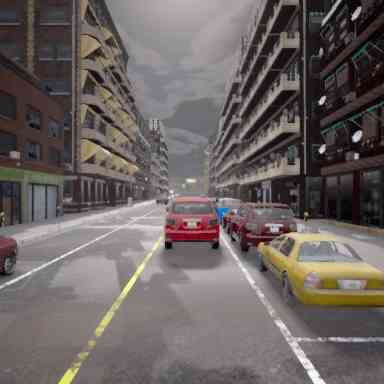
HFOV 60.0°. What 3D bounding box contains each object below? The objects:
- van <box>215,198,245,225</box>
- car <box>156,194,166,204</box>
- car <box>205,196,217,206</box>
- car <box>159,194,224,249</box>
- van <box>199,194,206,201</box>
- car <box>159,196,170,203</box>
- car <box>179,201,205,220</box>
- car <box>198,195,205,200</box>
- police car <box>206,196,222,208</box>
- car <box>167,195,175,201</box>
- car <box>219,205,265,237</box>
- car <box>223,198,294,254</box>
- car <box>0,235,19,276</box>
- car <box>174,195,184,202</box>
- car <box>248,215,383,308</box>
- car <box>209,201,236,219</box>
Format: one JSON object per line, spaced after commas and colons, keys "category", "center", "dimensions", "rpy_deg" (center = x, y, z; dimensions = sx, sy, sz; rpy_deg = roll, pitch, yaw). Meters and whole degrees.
{"category": "van", "center": [2.704, 1.347, 24.466], "dimensions": [1.690, 1.788, 3.998], "rpy_deg": [1, 0, 0]}
{"category": "car", "center": [-5.676, 1.333, 63.505], "dimensions": [2.192, 1.841, 5.009], "rpy_deg": [1, 0, 0]}
{"category": "car", "center": [3.145, 1.520, 55.494], "dimensions": [1.837, 1.490, 4.892], "rpy_deg": [0, 0, 0]}
{"category": "car", "center": [0.000, 1.261, 14.683], "dimensions": [2.150, 2.045, 5.566], "rpy_deg": [0, 0, 0]}
{"category": "van", "center": [2.706, 1.368, 85.749], "dimensions": [1.690, 1.788, 3.998], "rpy_deg": [1, 0, 0]}
{"category": "car", "center": [-5.680, 1.602, 69.076], "dimensions": [1.802, 1.307, 4.206], "rpy_deg": [1, 0, 0]}
{"category": "car", "center": [0.000, 1.571, 29.653], "dimensions": [2.033, 1.411, 5.357], "rpy_deg": [0, 0, 0]}
{"category": "car", "center": [2.708, 1.554, 91.491], "dimensions": [1.752, 1.417, 4.829], "rpy_deg": [1, 0, 0]}
{"category": "police car", "center": [3.133, 1.438, 48.603], "dimensions": [1.930, 1.638, 5.238], "rpy_deg": [0, 0, 0]}
{"category": "car", "center": [-5.679, 1.554, 91.190], "dimensions": [1.752, 1.417, 4.829], "rpy_deg": [1, 0, 0]}
{"category": "car", "center": [2.701, 1.549, 18.896], "dimensions": [1.887, 1.381, 4.507], "rpy_deg": [1, 0, 0]}
{"category": "car", "center": [2.704, 1.317, 13.325], "dimensions": [2.192, 1.841, 5.009], "rpy_deg": [1, 0, 0]}
{"category": "car", "center": [-5.680, 1.582, 7.793], "dimensions": [1.802, 1.307, 4.206], "rpy_deg": [1, 0, 0]}
{"category": "car", "center": [-3.000, 1.521, 75.967], "dimensions": [2.033, 1.411, 5.357], "rpy_deg": [0, 0, 0]}
{"category": "car", "center": [2.701, 1.526, 7.923], "dimensions": [1.752, 1.417, 4.829], "rpy_deg": [1, 0, 0]}
{"category": "car", "center": [2.700, 1.558, 30.038], "dimensions": [2.008, 1.369, 4.403], "rpy_deg": [1, 0, 0]}
